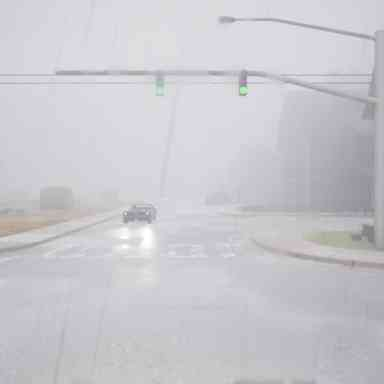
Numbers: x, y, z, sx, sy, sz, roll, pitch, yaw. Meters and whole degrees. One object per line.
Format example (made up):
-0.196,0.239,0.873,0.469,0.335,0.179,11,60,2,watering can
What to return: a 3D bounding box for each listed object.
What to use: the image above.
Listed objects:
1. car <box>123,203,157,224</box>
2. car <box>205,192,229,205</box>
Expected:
-3.686,1.506,24.114,1.895,1.301,4.718,0,0,0,car
3.930,0.957,52.732,1.905,1.878,3.866,-8,4,-42,car
